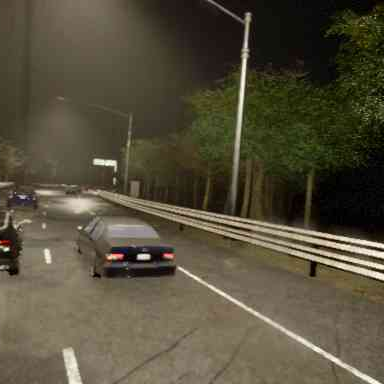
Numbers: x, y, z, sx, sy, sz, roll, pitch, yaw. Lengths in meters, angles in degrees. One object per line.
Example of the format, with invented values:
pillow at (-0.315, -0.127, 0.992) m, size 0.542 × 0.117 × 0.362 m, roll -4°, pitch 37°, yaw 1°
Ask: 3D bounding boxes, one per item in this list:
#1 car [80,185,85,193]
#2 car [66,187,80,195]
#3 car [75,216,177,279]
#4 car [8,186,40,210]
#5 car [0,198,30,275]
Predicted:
car at (-28.937, -0.535, 84.215) m, size 1.994 × 1.385 × 4.181 m, roll 5°, pitch 0°, yaw -14°
car at (-23.694, -0.136, 65.358) m, size 1.994 × 1.385 × 4.181 m, roll 4°, pitch 0°, yaw -17°
car at (-2.150, 1.405, 9.637) m, size 2.033 × 1.411 × 5.357 m, roll 5°, pitch 0°, yaw -25°
car at (-13.395, 0.373, 26.681) m, size 2.097 × 1.767 × 4.553 m, roll 5°, pitch 0°, yaw -23°
car at (-5.455, 1.103, 8.755) m, size 1.837 × 1.490 × 4.892 m, roll 4°, pitch 0°, yaw -26°
